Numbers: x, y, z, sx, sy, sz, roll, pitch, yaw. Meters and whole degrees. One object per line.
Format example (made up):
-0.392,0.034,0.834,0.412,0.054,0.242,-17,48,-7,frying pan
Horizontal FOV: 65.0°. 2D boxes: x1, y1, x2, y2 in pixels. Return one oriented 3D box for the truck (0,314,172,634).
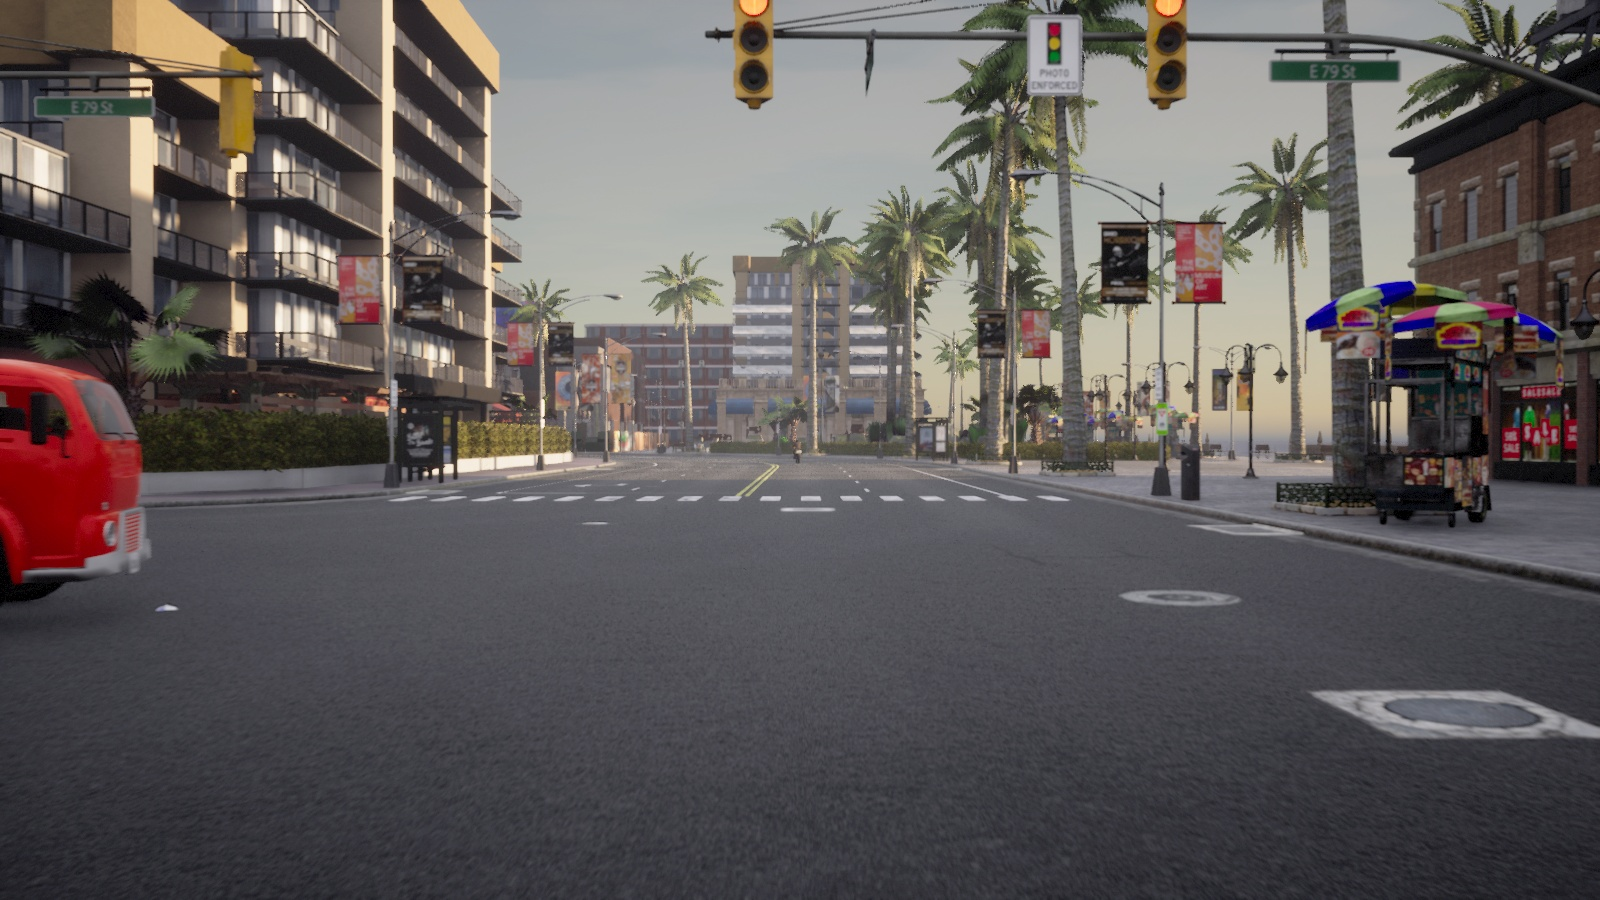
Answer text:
-8.339,0.169,10.402,5.204,2.467,2.627,0,1,-16,truck
